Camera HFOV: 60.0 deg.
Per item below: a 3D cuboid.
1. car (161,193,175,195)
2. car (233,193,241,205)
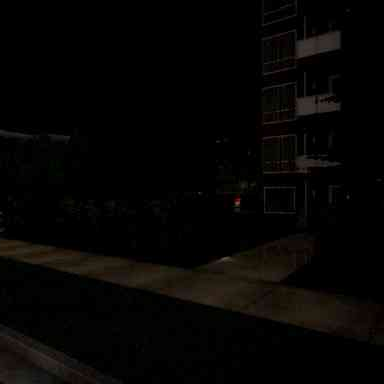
[{"bbox_3d":[-3.104,1.220,46.743,2.150,2.045,5.566,0,0,36],"label":"car"},{"bbox_3d":[9.302,1.478,58.069,1.882,1.535,5.008,0,0,36],"label":"car"}]
